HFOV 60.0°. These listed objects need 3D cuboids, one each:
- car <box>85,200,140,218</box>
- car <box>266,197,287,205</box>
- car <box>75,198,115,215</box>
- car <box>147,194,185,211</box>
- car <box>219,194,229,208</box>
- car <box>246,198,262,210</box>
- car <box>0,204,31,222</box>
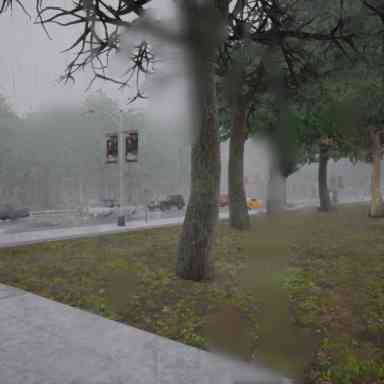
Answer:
[{"bbox_3d":[-6.919,1.635,30.123,1.895,1.301,4.718,0,0,36],"label":"car"},{"bbox_3d":[13.633,1.570,53.488,1.882,1.535,5.008,0,0,36],"label":"car"},{"bbox_3d":[-9.235,1.383,32.813,2.097,1.767,4.553,0,0,35],"label":"car"},{"bbox_3d":[-3.121,1.270,41.374,2.150,2.045,5.566,0,0,35],"label":"car"},{"bbox_3d":[6.112,1.298,48.451,2.150,2.045,5.566,0,0,36],"label":"car"},{"bbox_3d":[7.838,1.551,45.289,1.882,1.535,5.008,0,0,36],"label":"car"},{"bbox_3d":[-14.976,1.564,24.776,2.033,1.411,5.357,0,0,35],"label":"car"}]
